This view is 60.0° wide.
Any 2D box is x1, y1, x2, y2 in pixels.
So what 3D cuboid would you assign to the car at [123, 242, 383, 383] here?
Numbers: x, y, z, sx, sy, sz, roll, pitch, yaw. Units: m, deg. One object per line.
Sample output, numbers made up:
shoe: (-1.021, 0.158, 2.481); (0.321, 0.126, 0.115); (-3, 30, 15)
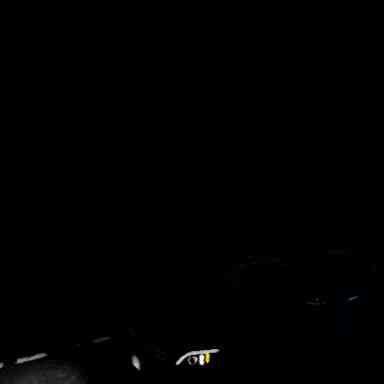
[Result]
car: (1.343, 1.530, 4.815); (4.674, 1.442, 1.812); (0, 0, -34)
